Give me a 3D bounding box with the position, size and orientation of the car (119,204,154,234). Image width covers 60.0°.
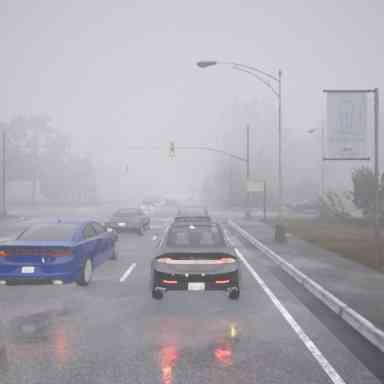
[{"bbox_3d":[-3.473,1.563,18.426,1.994,1.385,4.181,0,0,0],"label":"car"}]

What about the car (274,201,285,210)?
[{"bbox_3d":[12.829,1.490,41.632,4.902,1.511,2.128,0,0,3],"label":"car"}]

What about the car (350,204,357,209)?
[{"bbox_3d":[22.567,1.541,41.109,5.357,1.411,2.033,0,0,3],"label":"car"}]

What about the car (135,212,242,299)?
[{"bbox_3d":[0.068,1.491,8.432,2.128,1.511,4.902,0,0,0],"label":"car"}]

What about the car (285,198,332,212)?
[{"bbox_3d":[13.549,1.524,38.074,4.674,1.442,1.812,0,0,3],"label":"car"}]

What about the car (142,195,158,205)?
[{"bbox_3d":[-7.308,1.502,56.543,1.837,1.490,4.892,0,0,0],"label":"car"}]

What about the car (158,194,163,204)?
[{"bbox_3d":[-7.296,1.502,65.911,1.837,1.490,4.892,0,0,0],"label":"car"}]

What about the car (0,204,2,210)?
[{"bbox_3d":[-23.386,1.490,36.317,4.902,1.511,2.128,0,0,2],"label":"car"}]

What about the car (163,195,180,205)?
[{"bbox_3d":[-3.592,1.598,58.056,1.895,1.301,4.718,0,0,-1],"label":"car"}]

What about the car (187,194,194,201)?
[{"bbox_3d":[-0.348,1.514,85.636,2.128,1.511,4.902,0,0,0],"label":"car"}]

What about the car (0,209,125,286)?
[{"bbox_3d":[-3.437,1.477,9.434,1.882,1.535,5.008,0,0,0],"label":"car"}]

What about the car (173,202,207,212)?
[{"bbox_3d":[0.028,1.477,17.928,1.882,1.535,5.008,0,0,0],"label":"car"}]
